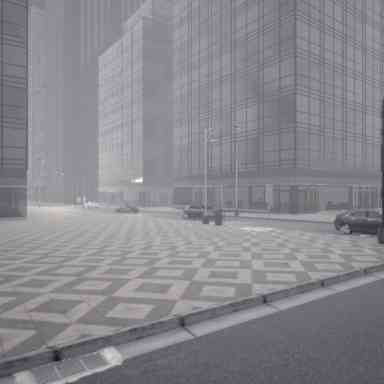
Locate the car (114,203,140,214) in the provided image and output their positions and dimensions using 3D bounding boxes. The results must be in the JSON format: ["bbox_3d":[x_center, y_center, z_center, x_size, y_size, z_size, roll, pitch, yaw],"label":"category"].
[{"bbox_3d":[-8.395,2.153,42.825,1.994,1.385,4.181,0,-1,-36],"label":"car"}]

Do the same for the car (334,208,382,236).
[{"bbox_3d":[9.608,1.605,16.919,1.837,1.490,4.892,0,-1,-26],"label":"car"}]

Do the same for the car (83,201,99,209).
[{"bbox_3d":[-19.182,2.476,63.100,1.812,1.442,4.674,0,-1,-36],"label":"car"}]

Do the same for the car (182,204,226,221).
[{"bbox_3d":[0.963,1.849,29.888,1.837,1.490,4.892,0,-1,-36],"label":"car"}]
